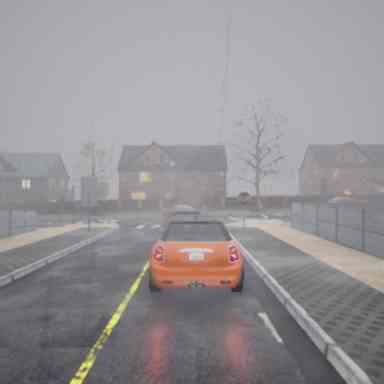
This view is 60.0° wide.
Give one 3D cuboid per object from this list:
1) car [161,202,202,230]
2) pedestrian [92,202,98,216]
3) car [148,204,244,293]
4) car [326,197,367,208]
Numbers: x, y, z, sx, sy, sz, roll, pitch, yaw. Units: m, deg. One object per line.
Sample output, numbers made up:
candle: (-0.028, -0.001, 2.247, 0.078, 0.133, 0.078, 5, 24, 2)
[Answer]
car: (-0.876, 1.567, 23.229, 1.882, 1.535, 5.008, 0, 0, -14)
pedestrian: (-9.644, 1.387, 32.668, 0.375, 1.860, 0.375, 0, 2, 0)
car: (0.094, 1.384, 9.104, 2.097, 1.767, 4.553, 0, 0, 0)
car: (13.049, 1.219, 29.789, 5.008, 1.535, 1.882, -1, 1, 0)
